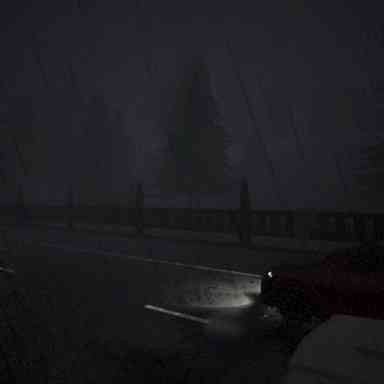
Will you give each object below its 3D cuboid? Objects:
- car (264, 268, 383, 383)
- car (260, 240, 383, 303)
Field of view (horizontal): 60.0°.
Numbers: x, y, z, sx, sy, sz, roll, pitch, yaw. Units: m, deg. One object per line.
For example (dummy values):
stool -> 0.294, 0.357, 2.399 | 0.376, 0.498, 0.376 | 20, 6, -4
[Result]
car -> 2.890, 1.590, 1.927 | 4.718, 1.301, 1.895 | -1, 0, 36
car -> 3.362, 1.572, 5.893 | 4.181, 1.385, 1.994 | -1, 0, 36
